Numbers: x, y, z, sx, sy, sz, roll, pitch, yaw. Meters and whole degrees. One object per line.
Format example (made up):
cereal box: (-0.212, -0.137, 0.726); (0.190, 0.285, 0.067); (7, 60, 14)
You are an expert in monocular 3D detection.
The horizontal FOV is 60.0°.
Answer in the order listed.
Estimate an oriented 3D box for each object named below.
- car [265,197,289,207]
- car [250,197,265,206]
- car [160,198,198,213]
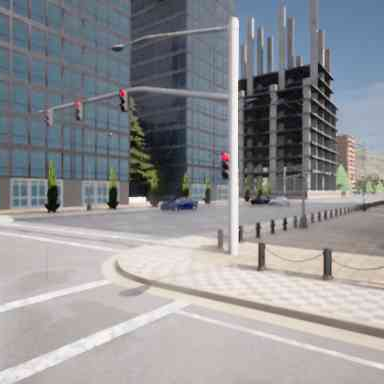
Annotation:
car: (13.233, 1.419, 50.208); (1.812, 1.442, 4.674); (0, 0, 36)
car: (11.099, 1.485, 53.208); (1.895, 1.301, 4.718); (0, 0, 36)
car: (-1.359, 1.357, 35.980); (1.882, 1.535, 5.008); (0, 0, 36)
